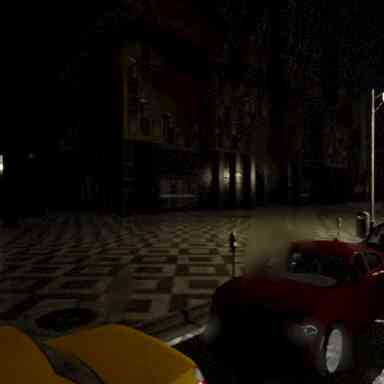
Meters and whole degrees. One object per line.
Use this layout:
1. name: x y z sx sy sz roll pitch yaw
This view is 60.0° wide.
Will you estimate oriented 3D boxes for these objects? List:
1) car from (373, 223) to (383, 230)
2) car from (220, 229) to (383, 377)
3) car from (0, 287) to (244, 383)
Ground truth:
1. car: 6.128 1.587 9.724 1.947 1.339 4.313 0 0 44
2. car: 2.159 1.550 5.663 1.887 1.381 4.507 0 0 44
3. car: -1.928 1.516 1.483 1.752 1.417 4.829 0 0 44
